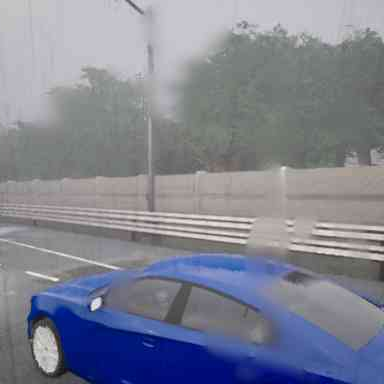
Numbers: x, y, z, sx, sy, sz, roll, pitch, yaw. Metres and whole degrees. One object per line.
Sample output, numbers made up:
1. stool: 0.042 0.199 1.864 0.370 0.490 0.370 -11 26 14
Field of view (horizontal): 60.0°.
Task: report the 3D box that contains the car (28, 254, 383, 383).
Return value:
1. car: 0.083 1.478 3.812 5.008 1.535 1.882 0 0 36
